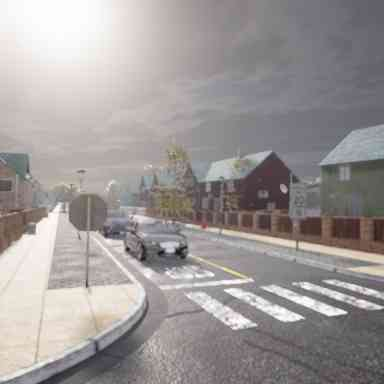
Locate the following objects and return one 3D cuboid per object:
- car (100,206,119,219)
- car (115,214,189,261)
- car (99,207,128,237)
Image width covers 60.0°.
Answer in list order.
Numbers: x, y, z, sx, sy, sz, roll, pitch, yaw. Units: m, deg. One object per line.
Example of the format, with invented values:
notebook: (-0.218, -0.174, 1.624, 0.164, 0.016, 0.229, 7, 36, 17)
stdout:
car: (-12.009, 2.950, 48.329, 2.097, 1.767, 4.553, 2, -2, -21)
car: (-1.666, 1.893, 14.096, 2.128, 1.511, 4.902, 2, -2, -22)
car: (-5.173, 2.054, 22.995, 2.097, 1.767, 4.553, 2, -2, -21)
